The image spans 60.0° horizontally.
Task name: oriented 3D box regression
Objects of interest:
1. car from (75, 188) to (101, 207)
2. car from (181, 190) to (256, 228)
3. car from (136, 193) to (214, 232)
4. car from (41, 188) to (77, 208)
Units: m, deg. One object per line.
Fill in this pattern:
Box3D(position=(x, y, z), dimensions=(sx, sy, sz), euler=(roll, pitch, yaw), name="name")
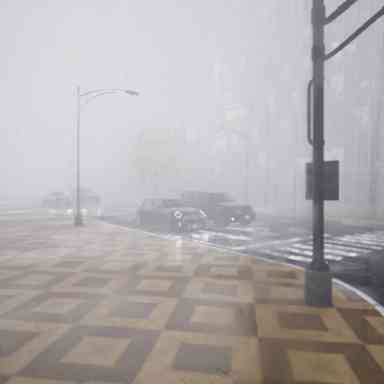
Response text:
Box3D(position=(-12.159, 0.546, 37.417), dimensions=(2.150, 2.045, 5.566), euler=(0, 1, -38), name="car")
Box3D(position=(1.271, 0.941, 20.311), dimensions=(2.150, 2.045, 5.566), euler=(0, 2, -40), name="car")
Box3D(position=(-1.230, 1.082, 18.265), dimensions=(2.097, 1.767, 4.553), euler=(0, 1, -38), name="car")
Box3D(position=(-14.050, 0.702, 34.566), dimensions=(2.097, 1.767, 4.553), euler=(0, 1, -38), name="car")
